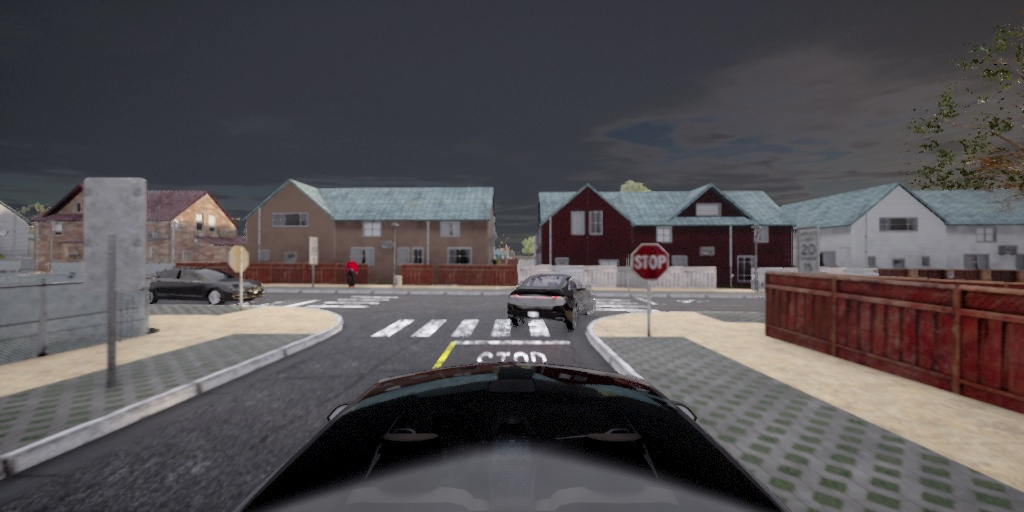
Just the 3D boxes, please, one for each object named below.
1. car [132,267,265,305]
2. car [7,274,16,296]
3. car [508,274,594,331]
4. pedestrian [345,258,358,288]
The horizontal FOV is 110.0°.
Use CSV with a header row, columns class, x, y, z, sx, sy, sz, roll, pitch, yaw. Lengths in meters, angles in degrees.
class,x,y,z,sx,sy,sz,roll,pitch,yaw
car,-13.113,1.238,15.103,4.892,1.490,1.837,1,0,3
car,-23.520,1.177,15.381,5.357,1.411,2.033,1,0,1
car,1.400,1.327,11.528,2.128,1.511,4.902,0,-1,20
pedestrian,-9.368,0.947,20.937,0.375,1.860,0.375,0,-1,1
